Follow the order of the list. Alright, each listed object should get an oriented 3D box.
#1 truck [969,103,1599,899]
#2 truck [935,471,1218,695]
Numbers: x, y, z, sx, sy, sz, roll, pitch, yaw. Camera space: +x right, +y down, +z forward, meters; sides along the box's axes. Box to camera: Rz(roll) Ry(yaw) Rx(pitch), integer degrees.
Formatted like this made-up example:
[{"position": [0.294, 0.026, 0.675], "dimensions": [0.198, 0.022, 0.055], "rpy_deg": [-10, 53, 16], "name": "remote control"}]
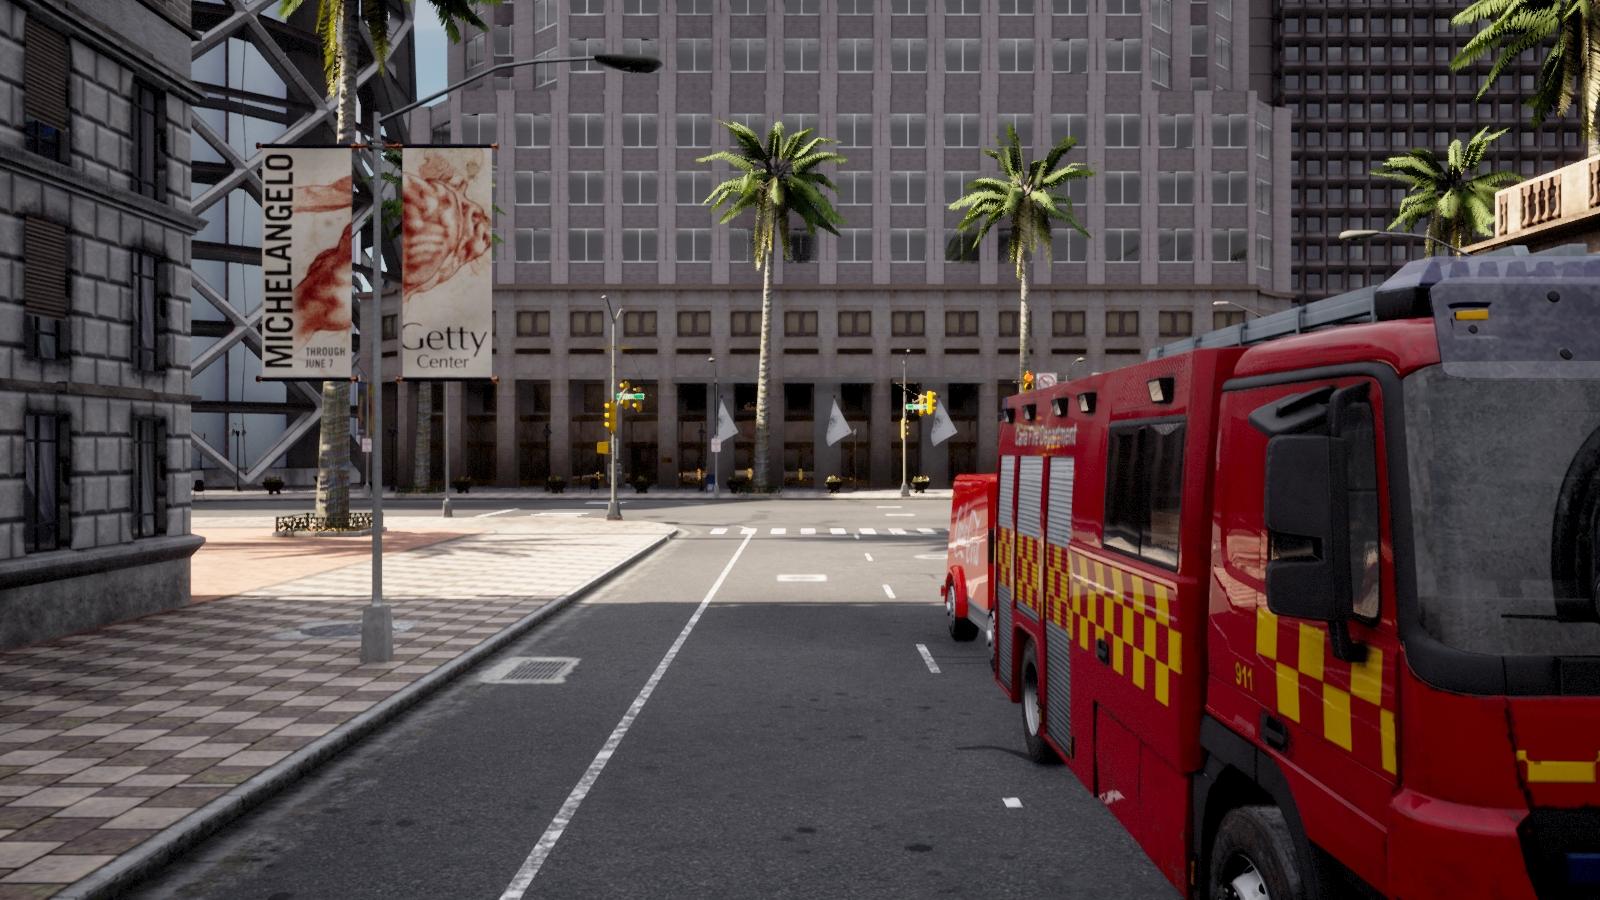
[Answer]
[{"position": [3.196, 0.894, 7.600], "dimensions": [2.891, 3.827, 8.468], "rpy_deg": [0, 0, 0], "name": "truck"}, {"position": [3.477, 1.575, 15.696], "dimensions": [2.627, 2.467, 5.204], "rpy_deg": [0, 0, 0], "name": "truck"}]
